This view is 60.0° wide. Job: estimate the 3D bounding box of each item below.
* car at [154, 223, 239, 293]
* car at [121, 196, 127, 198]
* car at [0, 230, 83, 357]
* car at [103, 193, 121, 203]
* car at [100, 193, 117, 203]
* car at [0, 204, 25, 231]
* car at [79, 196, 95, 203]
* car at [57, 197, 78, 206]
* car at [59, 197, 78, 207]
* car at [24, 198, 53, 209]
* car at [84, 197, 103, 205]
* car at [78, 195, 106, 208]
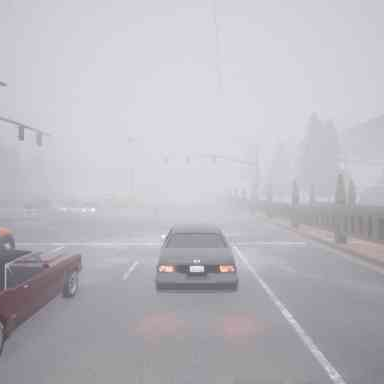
[{"bbox_3d":[0.090,1.547,8.994,2.033,1.411,5.357,0,0,0],"label":"car"},{"bbox_3d":[-14.075,1.525,68.105,1.812,1.442,4.674,0,0,0],"label":"car"},{"bbox_3d":[-3.406,1.601,5.537,1.895,1.301,4.718,0,0,0],"label":"car"},{"bbox_3d":[-14.135,1.220,56.390,2.150,2.045,5.566,0,0,0],"label":"car"},{"bbox_3d":[-17.576,1.225,70.038,2.150,2.045,5.566,0,0,0],"label":"car"},{"bbox_3d":[-6.910,1.352,9.201,2.097,1.767,4.553,0,0,0],"label":"car"},{"bbox_3d":[-21.073,1.553,67.073,1.994,1.385,4.181,0,0,0],"label":"car"},{"bbox_3d":[-21.135,1.525,56.866,1.812,1.442,4.674,0,0,1],"label":"car"},{"bbox_3d":[-17.626,1.564,49.507,1.994,1.385,4.181,0,0,0],"label":"car"},{"bbox_3d":[-21.152,1.547,45.919,2.033,1.411,5.357,0,0,1],"label":"car"},{"bbox_3d":[-17.619,1.601,59.583,1.895,1.301,4.718,0,0,1],"label":"car"},{"bbox_3d":[-14.132,1.564,47.361,1.994,1.385,4.181,0,0,0],"label":"car"}]
